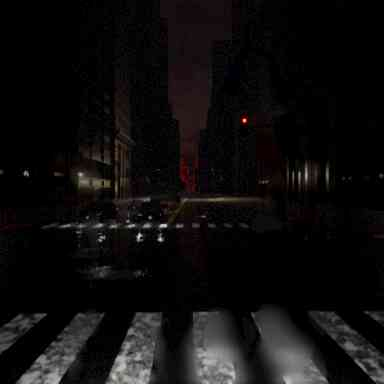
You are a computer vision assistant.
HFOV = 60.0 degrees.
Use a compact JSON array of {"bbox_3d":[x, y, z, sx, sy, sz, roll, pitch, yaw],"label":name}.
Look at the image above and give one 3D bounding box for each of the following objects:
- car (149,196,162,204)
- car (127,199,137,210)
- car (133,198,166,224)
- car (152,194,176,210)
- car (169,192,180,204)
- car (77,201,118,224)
[{"bbox_3d":[-6.624,1.465,61.311,1.895,1.301,4.718,0,0,0],"label":"car"},{"bbox_3d":[-6.659,1.521,40.902,1.895,1.301,4.718,0,0,1],"label":"car"},{"bbox_3d":[-3.044,1.461,24.605,1.837,1.490,4.892,0,0,-5],"label":"car"},{"bbox_3d":[-3.411,1.397,41.269,1.882,1.535,5.008,0,0,0],"label":"car"},{"bbox_3d":[-3.368,1.087,62.058,2.150,2.045,5.566,0,0,0],"label":"car"},{"bbox_3d":[-6.856,1.461,24.588,1.837,1.490,4.892,0,0,3],"label":"car"}]
